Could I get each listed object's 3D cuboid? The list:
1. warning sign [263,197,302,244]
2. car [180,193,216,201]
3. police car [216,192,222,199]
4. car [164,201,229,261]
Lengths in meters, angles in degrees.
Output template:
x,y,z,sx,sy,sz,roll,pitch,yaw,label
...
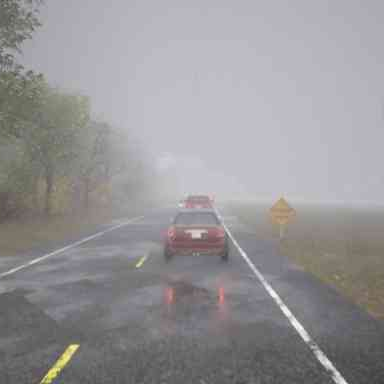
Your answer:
x,y,z,sx,sy,sz,roll,pitch,yaw,label
3.699,1.138,13.726,1.300,1.860,1.060,-1,-1,1,warning sign
0.564,1.222,26.404,2.150,2.045,5.566,0,0,3,car
6.495,1.160,90.401,1.930,1.638,5.238,0,0,7,police car
0.193,1.374,12.480,2.097,1.767,4.553,0,0,2,car
